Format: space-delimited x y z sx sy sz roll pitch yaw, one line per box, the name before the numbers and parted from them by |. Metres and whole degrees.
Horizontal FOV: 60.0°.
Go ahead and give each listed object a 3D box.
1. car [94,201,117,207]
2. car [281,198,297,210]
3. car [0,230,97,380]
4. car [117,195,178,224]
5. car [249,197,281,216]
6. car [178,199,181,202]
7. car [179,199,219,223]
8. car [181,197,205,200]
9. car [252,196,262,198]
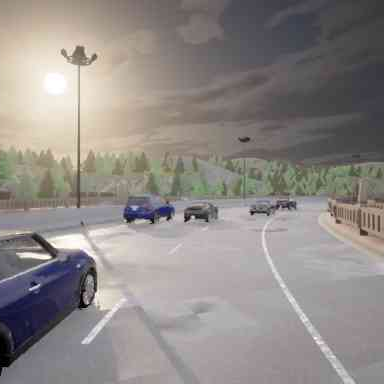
car | -8.092 1.602 32.995 2.033 1.411 5.357 0 0 20
car | 12.136 1.499 42.745 1.837 1.490 4.892 0 0 31
car | -3.081 1.354 5.061 2.097 1.767 4.553 0 0 3
car | -3.122 1.243 24.971 2.150 2.045 5.566 0 0 16
car | 7.022 1.541 32.608 2.033 1.411 5.357 0 0 23
car | -1.160 1.671 60.910 1.812 1.442 4.674 -1 -1 36
car | 0.810 1.515 25.814 1.837 1.490 4.892 -1 0 17
car | 0.774 1.610 57.547 2.128 1.511 4.902 -1 -1 35
car | 13.101 1.574 67.315 2.128 1.511 4.902 -1 -1 42
